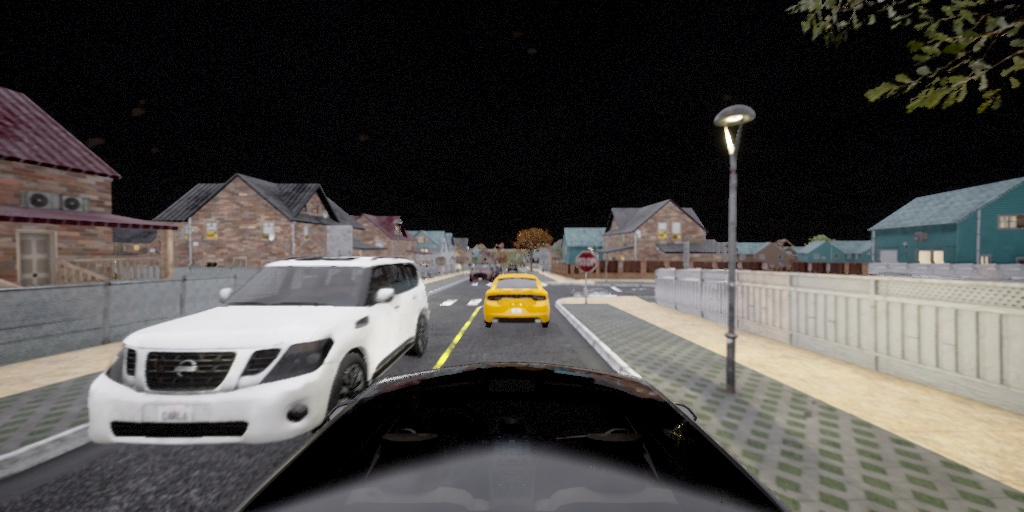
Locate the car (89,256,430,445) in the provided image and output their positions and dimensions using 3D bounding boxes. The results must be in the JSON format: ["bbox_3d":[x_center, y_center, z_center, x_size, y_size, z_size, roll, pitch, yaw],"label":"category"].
[{"bbox_3d":[-2.873,1.015,5.808,2.150,2.045,5.566,0,-1,0],"label":"car"}]

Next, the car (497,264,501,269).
[{"bbox_3d":[-2.831,1.669,44.255,2.097,1.767,4.553,0,-1,0],"label":"car"}]

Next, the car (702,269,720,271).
[{"bbox_3d":[12.591,1.555,23.491,4.674,1.442,1.812,0,1,8],"label":"car"}]

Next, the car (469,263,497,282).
[{"bbox_3d":[-2.837,1.516,34.293,2.097,1.767,4.553,0,-1,0],"label":"car"}]

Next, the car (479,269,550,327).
[{"bbox_3d":[0.172,1.345,12.065,1.882,1.535,5.008,0,-1,1],"label":"car"}]

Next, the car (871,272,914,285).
[{"bbox_3d":[22.736,1.683,21.701,4.181,1.385,1.994,1,1,13],"label":"car"}]
